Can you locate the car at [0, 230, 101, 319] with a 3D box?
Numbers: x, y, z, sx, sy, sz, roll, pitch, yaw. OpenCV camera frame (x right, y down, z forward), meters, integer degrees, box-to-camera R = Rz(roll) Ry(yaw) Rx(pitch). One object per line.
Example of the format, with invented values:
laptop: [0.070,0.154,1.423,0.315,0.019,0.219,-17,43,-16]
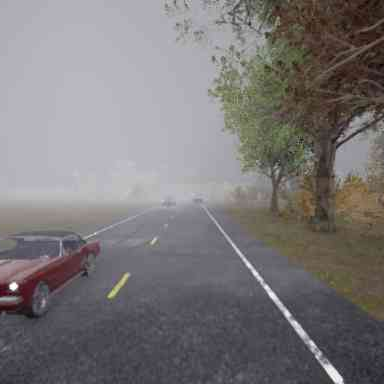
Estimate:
car: [-3.599,1.606,7.505,1.895,1.301,4.718,0,0,0]

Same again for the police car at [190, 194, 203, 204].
police car: [1.059,1.373,60.069,1.930,1.638,5.238,0,0,0]

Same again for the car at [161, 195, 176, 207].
car: [-3.557,1.317,51.510,2.097,1.767,4.553,0,0,0]

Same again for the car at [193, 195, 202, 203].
car: [1.060,1.428,69.961,1.837,1.490,4.892,0,0,0]
